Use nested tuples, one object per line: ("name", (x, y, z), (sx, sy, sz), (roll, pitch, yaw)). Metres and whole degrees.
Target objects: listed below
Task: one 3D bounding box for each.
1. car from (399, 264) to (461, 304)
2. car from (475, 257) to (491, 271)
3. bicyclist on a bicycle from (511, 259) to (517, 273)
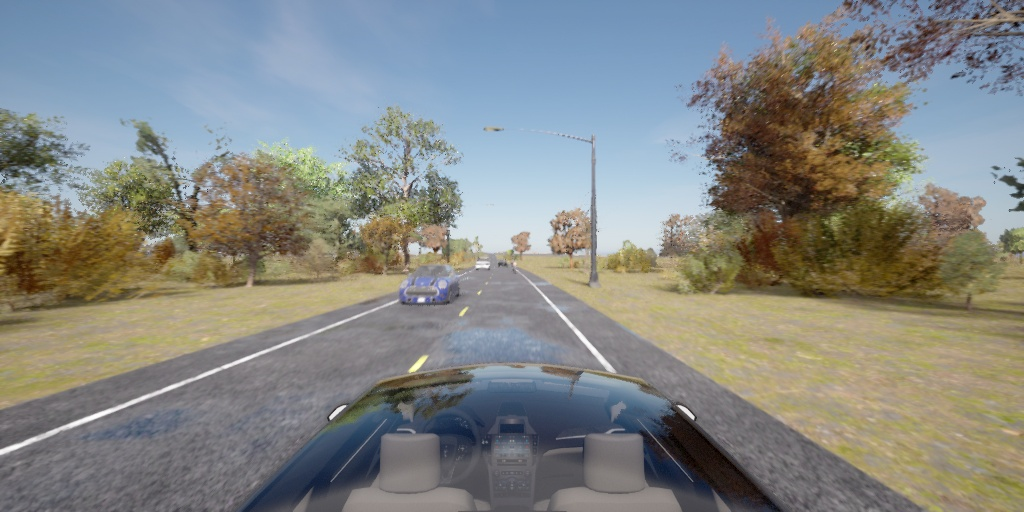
("car", (-3.667, 1.181, 16.659), (2.097, 1.767, 4.553), (0, 0, -1))
("car", (-4.581, 1.244, 57.096), (2.150, 2.045, 5.566), (0, 0, -2))
("bicyclist on a bicycle", (0.374, 1.390, 43.992), (0.866, 1.612, 1.509), (0, -1, -2))
